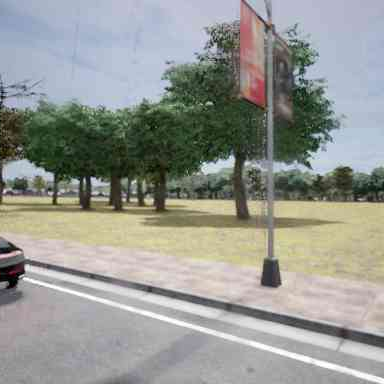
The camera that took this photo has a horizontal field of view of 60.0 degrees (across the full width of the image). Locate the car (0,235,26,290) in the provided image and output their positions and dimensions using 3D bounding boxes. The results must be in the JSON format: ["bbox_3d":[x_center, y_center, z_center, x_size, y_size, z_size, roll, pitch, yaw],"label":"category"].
[{"bbox_3d":[-5.865,1.510,7.858,4.902,1.511,2.128,0,0,36],"label":"car"}]
